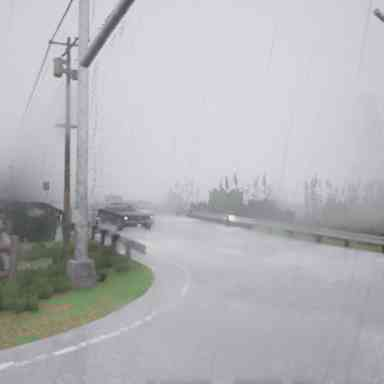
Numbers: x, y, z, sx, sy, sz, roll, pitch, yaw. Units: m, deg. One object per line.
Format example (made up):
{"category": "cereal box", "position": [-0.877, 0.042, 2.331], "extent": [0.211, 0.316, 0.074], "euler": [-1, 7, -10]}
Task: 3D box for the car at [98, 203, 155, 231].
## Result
{"category": "car", "position": [-3.879, 1.336, 19.199], "extent": [1.895, 1.301, 4.718], "euler": [1, 2, -32]}
